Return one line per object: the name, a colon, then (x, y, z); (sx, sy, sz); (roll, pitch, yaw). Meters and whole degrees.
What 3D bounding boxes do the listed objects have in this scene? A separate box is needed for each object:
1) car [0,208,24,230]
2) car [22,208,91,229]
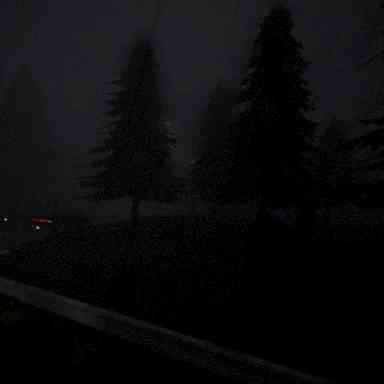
car: (-11.832, 1.788, 23.310); (1.895, 1.301, 4.718); (4, 1, 16)
car: (-8.633, 1.927, 22.369); (1.837, 1.490, 4.892); (4, 0, 15)
